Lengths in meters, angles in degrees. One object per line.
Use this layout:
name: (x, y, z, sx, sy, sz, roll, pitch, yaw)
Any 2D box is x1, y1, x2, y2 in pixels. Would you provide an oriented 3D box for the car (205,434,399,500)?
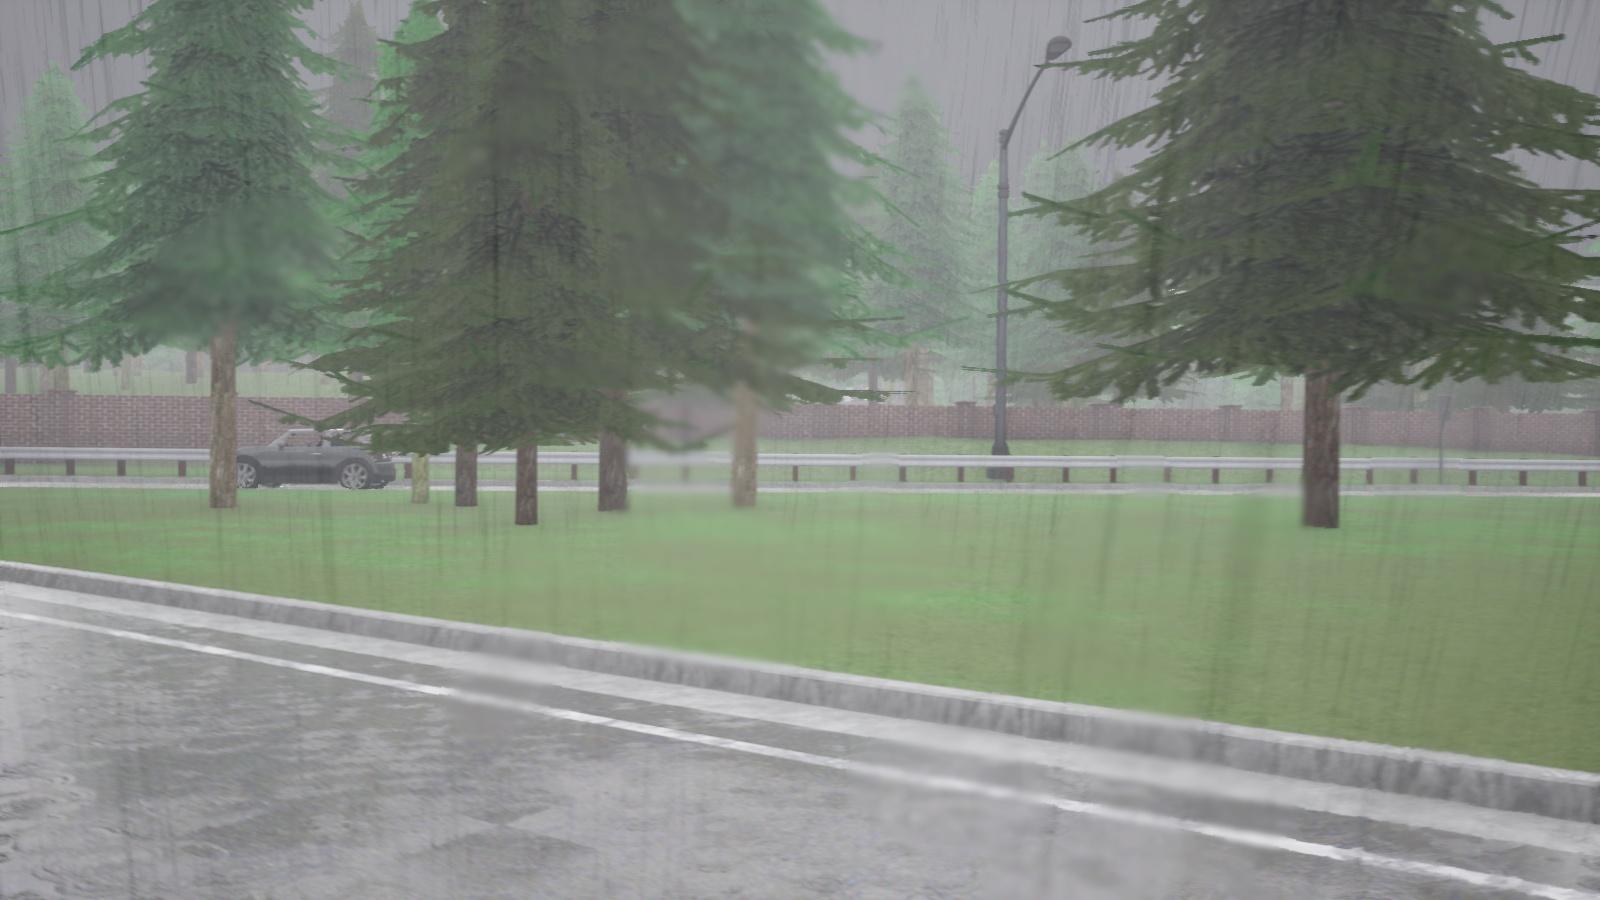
car: (-11.723, 0.385, 29.774, 3.806, 1.475, 1.970, -1, 1, -3)
